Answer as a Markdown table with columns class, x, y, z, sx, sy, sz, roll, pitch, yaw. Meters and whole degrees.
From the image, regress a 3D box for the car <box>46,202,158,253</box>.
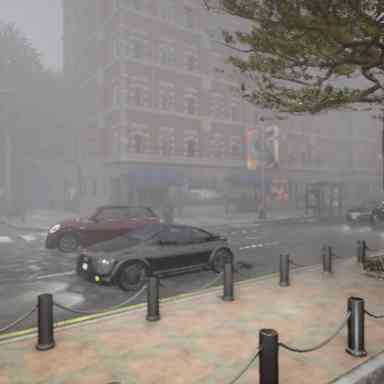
| class | x | y | z | sx | sy | sz | roll | pitch | yaw |
| --- | --- | --- | --- | --- | --- | --- | --- | --- | --- |
| car | -3.324 | 1.317 | 13.249 | 4.553 | 1.767 | 2.097 | 0 | 0 | -14 |

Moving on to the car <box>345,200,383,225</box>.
| class | x | y | z | sx | sy | sz | roll | pitch | yaw |
| --- | --- | --- | --- | --- | --- | --- | --- | --- | --- |
| car | 12.341 | 1.326 | 22.623 | 4.902 | 1.511 | 2.128 | -1 | 0 | -35 |

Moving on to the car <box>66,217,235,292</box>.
| class | x | y | z | sx | sy | sz | roll | pitch | yaw |
| --- | --- | --- | --- | --- | --- | --- | --- | --- | --- |
| car | -0.862 | 1.532 | 8.906 | 4.181 | 1.385 | 1.994 | -1 | 0 | -36 |
